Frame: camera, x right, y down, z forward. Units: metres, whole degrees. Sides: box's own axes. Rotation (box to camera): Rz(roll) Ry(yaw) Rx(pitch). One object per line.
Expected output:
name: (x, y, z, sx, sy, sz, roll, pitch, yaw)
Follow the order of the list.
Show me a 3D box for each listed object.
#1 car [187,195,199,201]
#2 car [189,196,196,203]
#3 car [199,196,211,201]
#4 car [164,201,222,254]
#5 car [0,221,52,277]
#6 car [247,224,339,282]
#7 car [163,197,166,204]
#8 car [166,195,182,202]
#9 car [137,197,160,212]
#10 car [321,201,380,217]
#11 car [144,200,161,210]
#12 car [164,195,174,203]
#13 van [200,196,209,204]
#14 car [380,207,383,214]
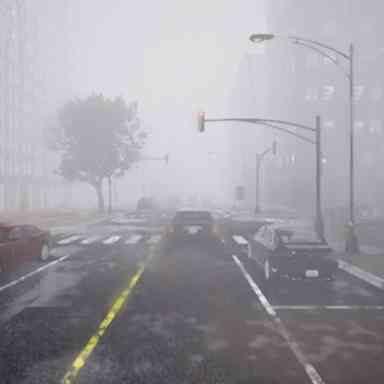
car: (0.104, 1.598, 71.390, 2.150, 2.045, 5.566, 0, 0, 0)
car: (0.121, 1.795, 81.780, 1.837, 1.490, 4.892, 0, 0, 0)
car: (2.783, 1.903, 64.122, 1.947, 1.339, 4.313, 0, 0, 0)
car: (0.058, 1.417, 13.855, 2.097, 1.767, 4.553, 0, 0, 1)
car: (-5.679, 1.590, 9.657, 1.887, 1.381, 4.507, 0, 0, 0)
car: (2.701, 1.596, 9.644, 2.008, 1.369, 4.403, 0, 0, 0)
car: (-5.581, 1.969, 75.182, 1.947, 1.339, 4.313, 0, 0, 0)
car: (-2.967, 1.532, 59.703, 2.150, 2.045, 5.566, 0, 0, 1)
car: (-5.632, 1.528, 42.046, 2.192, 1.841, 5.009, 0, 0, 0)
car: (13.467, 1.482, 29.034, 4.403, 1.369, 2.008, -1, 1, 0)
car: (-5.623, 1.809, 47.567, 1.947, 1.339, 4.313, 0, 0, 0)
car: (-5.574, 1.753, 80.705, 2.192, 1.841, 5.009, 0, 0, 0)
van: (2.799, 1.744, 75.170, 1.690, 1.788, 3.998, 0, 0, 0)
car: (18.864, 1.382, 29.081, 4.829, 1.417, 1.752, -1, 1, 0)
